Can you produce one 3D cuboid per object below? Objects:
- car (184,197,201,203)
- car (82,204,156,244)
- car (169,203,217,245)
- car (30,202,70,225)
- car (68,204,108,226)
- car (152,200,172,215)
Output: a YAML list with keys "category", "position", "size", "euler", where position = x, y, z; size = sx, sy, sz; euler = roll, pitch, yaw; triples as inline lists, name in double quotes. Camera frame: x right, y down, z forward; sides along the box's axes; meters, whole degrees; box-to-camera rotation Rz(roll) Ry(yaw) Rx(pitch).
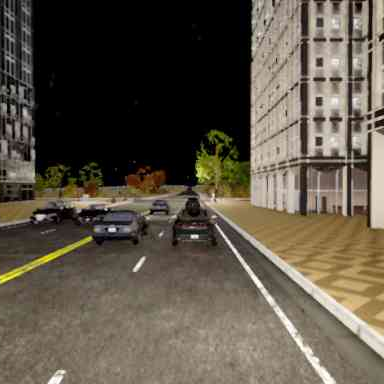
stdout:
- category: "car"
  position: [0.107, 1.454, 41.790]
  size: [1.837, 1.490, 4.892]
  euler: [0, 0, 0]
- category: "car"
  position: [-3.146, 1.532, 15.609]
  size: [2.033, 1.411, 5.357]
  euler: [0, 0, 0]
- category: "car"
  position: [0.102, 1.490, 15.375]
  size: [1.837, 1.490, 4.892]
  euler: [0, 0, 0]
- category: "car"
  position: [-9.765, 1.468, 23.844]
  size: [2.128, 1.511, 4.902]
  euler: [0, 0, 1]
- category: "car"
  position: [-6.523, 1.541, 22.814]
  size: [1.994, 1.385, 4.181]
  euler: [0, 0, 1]
- category: "car"
  position: [-3.154, 1.510, 33.857]
  size: [2.033, 1.411, 5.357]
  euler: [0, 0, 0]
